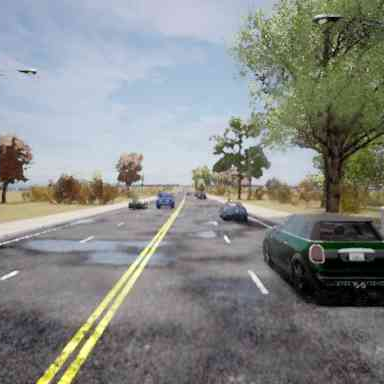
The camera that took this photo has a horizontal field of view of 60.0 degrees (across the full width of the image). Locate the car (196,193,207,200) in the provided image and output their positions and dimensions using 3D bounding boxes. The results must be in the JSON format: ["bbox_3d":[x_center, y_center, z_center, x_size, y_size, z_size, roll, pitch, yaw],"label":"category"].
[{"bbox_3d":[2.796,1.206,86.460,1.882,1.535,5.008,0,0,-1],"label":"car"}]

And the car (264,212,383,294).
[{"bbox_3d":[3.353,1.332,8.891,2.097,1.767,4.553,0,0,0],"label":"car"}]

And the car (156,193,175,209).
[{"bbox_3d":[-3.389,1.112,43.083,2.150,2.045,5.566,0,0,0],"label":"car"}]

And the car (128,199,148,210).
[{"bbox_3d":[-6.635,1.496,41.031,1.895,1.301,4.718,0,0,0],"label":"car"}]

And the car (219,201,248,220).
[{"bbox_3d":[3.346,1.481,27.348,2.033,1.411,5.357,0,0,0],"label":"car"}]
